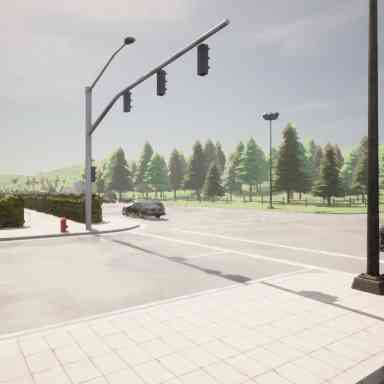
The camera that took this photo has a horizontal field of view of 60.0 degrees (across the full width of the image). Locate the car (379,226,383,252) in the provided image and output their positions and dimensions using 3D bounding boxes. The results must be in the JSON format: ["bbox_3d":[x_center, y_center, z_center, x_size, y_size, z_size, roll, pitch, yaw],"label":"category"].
[{"bbox_3d":[8.763,1.526,11.484,1.812,1.442,4.674,0,0,-39],"label":"car"}]

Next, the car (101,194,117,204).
[{"bbox_3d":[-16.747,1.601,65.616,1.895,1.301,4.718,0,0,-34],"label":"car"}]

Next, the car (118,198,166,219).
[{"bbox_3d":[-4.269,1.547,28.918,2.033,1.411,5.357,0,0,-35],"label":"car"}]

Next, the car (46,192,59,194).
[{"bbox_3d":[-24.108,1.221,57.614,2.150,2.045,5.566,0,0,-34],"label":"car"}]
